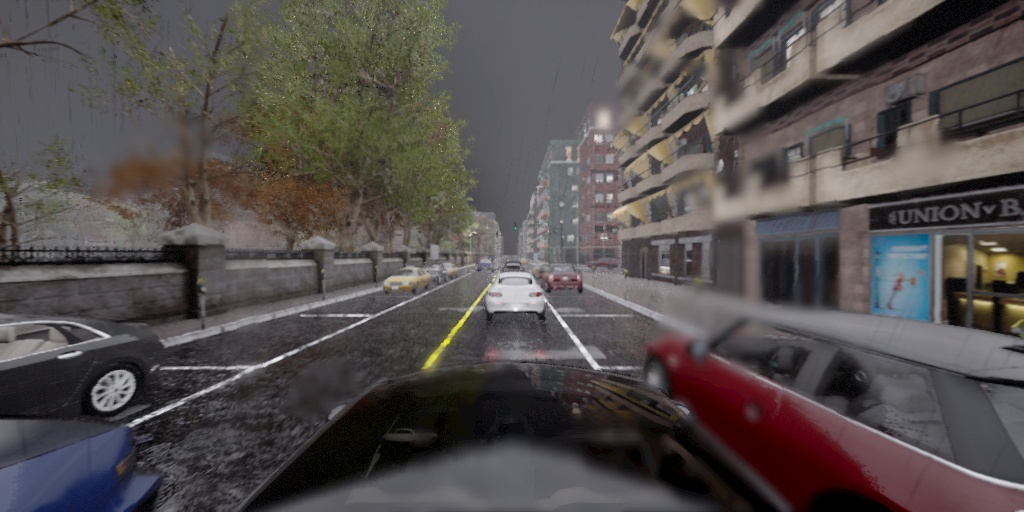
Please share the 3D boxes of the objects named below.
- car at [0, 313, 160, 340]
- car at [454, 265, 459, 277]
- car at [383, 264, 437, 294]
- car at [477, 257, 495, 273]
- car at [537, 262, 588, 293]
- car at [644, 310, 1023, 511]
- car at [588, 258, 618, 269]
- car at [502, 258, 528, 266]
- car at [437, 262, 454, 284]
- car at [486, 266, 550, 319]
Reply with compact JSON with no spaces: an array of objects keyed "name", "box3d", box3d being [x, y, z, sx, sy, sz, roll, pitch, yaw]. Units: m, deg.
[{"name":"car","box3d":[-5.689,1.296,3.160,2.007,1.370,4.403,0,0,0]},{"name":"car","box3d":[-5.692,1.204,31.141,1.751,1.417,4.829,0,0,0]},{"name":"car","box3d":[-5.691,1.228,19.881,1.751,1.417,4.829,0,0,0]},{"name":"car","box3d":[-3.004,1.101,41.994,1.812,1.442,4.674,0,0,0]},{"name":"car","box3d":[2.690,1.142,20.052,1.967,1.591,4.097,0,0,0]},{"name":"car","box3d":[2.691,1.186,3.162,1.967,1.591,4.097,0,0,0]},{"name":"car","box3d":[14.594,1.216,58.295,5.009,1.841,2.192,0,0,0]},{"name":"car","box3d":[0.098,1.185,30.103,1.837,1.490,4.892,0,0,0]},{"name":"car","box3d":[-5.691,1.240,25.681,2.007,1.370,4.403,0,0,0]},{"name":"car","box3d":[0.098,1.247,12.461,1.812,1.442,4.674,0,0,0]}]
